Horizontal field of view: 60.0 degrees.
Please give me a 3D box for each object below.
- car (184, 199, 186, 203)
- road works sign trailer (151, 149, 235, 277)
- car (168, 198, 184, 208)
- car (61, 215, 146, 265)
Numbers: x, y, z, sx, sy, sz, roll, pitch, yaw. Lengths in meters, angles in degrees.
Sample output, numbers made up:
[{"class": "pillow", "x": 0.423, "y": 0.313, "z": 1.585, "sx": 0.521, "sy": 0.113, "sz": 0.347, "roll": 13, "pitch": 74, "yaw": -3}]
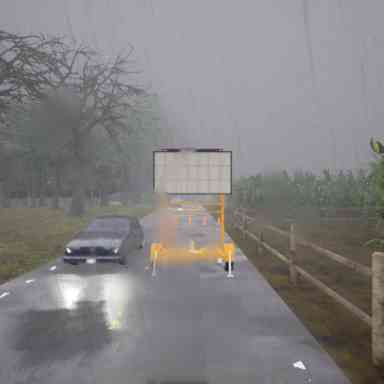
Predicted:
[{"class": "car", "x": -2.563, "y": 2.298, "z": 82.934, "sx": 2.128, "sy": 1.511, "sz": 4.902, "roll": 0, "pitch": -2, "yaw": 0}, {"class": "road works sign trailer", "x": 0.023, "y": 0.478, "z": 10.272, "sx": 2.380, "sy": 3.560, "sz": 2.880, "roll": 0, "pitch": 0, "yaw": 0}, {"class": "car", "x": -2.722, "y": 1.760, "z": 53.584, "sx": 1.882, "sy": 1.535, "sz": 5.008, "roll": 0, "pitch": -1, "yaw": 0}, {"class": "car", "x": -2.825, "y": 1.566, "z": 11.985, "sx": 2.033, "sy": 1.411, "sz": 5.357, "roll": 0, "pitch": 0, "yaw": 0}]
